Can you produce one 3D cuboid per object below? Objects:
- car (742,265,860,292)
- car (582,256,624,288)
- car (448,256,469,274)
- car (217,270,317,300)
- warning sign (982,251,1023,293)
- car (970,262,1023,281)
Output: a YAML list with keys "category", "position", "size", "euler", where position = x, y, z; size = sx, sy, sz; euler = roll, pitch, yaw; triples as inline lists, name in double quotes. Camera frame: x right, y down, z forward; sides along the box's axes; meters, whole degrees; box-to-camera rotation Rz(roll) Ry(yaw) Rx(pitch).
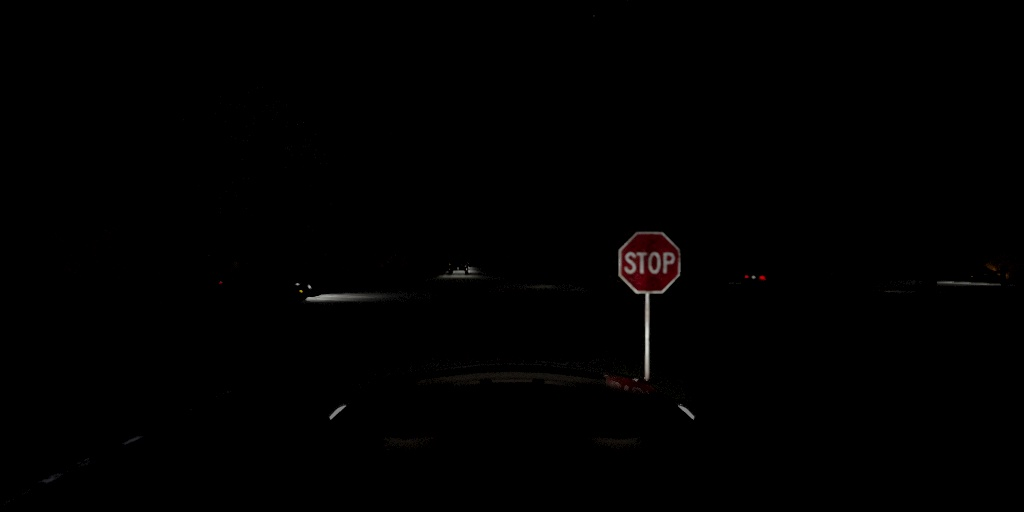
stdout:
- category: "car"
  position: [15.748, 1.194, 19.712]
  size: [5.357, 1.411, 2.033]
  euler: [0, 0, -1]
- category: "car"
  position: [7.375, 0.923, 23.066]
  size: [5.566, 2.045, 2.150]
  euler: [0, 1, 4]
- category: "car"
  position: [-6.268, 1.040, 42.277]
  size: [2.150, 2.045, 5.566]
  euler: [0, 0, -7]
- category: "car"
  position: [-12.301, 1.406, 18.166]
  size: [4.181, 1.385, 1.994]
  euler: [0, 0, -2]
- category: "warning sign"
  position: [22.758, 0.715, 16.523]
  size: [1.060, 1.860, 1.300]
  euler: [0, 0, -4]
- category: "car"
  position: [34.154, 1.068, 24.465]
  size: [4.181, 1.385, 1.994]
  euler: [0, 0, -4]
